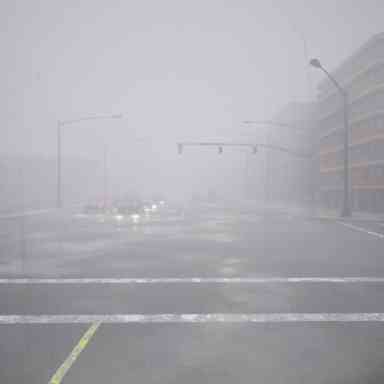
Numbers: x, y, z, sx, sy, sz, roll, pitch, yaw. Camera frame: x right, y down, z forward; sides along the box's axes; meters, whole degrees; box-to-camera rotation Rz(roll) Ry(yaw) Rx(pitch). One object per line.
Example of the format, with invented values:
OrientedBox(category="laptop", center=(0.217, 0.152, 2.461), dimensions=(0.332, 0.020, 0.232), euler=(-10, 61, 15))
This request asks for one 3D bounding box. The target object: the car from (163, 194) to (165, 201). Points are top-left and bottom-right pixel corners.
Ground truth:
OrientedBox(category="car", center=(-6.167, 1.012, 62.824), dimensions=(1.895, 1.301, 4.718), euler=(0, 1, 1))

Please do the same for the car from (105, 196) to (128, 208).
OrientedBox(category="car", center=(-9.780, 1.314, 43.519), dimensions=(1.994, 1.385, 4.181), euler=(0, 1, 0))

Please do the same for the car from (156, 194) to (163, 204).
OrientedBox(category="car", center=(-6.242, 1.080, 52.695), dimensions=(2.128, 1.511, 4.902), euler=(0, 1, 0))

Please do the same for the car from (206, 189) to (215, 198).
OrientedBox(category="car", center=(4.437, 0.425, 75.928), dimensions=(2.150, 2.045, 5.566), euler=(0, 1, 0))

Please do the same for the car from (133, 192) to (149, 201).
OrientedBox(category="car", center=(-9.661, 0.896, 63.214), dimensions=(2.128, 1.511, 4.902), euler=(0, 1, 1))

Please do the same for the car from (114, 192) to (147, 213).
OrientedBox(category="car", center=(-6.313, 1.226, 34.531), dimensions=(2.097, 1.767, 4.553), euler=(0, 1, 0))

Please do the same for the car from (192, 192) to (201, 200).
OrientedBox(category="car", center=(0.899, 0.959, 65.802), dimensions=(1.895, 1.301, 4.718), euler=(0, 1, 0))

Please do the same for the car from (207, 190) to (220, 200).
OrientedBox(category="car", center=(4.500, 0.919, 65.945), dimensions=(1.994, 1.385, 4.181), euler=(0, 1, 0))

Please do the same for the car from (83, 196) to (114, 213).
OrientedBox(category="car", center=(-9.811, 1.225, 34.876), dimensions=(2.097, 1.767, 4.553), euler=(0, 1, 0))

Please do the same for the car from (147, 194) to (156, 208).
OrientedBox(category="car", center=(-6.281, 1.277, 43.414), dimensions=(1.812, 1.442, 4.674), euler=(0, 1, 0))

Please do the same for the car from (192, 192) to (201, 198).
OrientedBox(category="car", center=(0.934, 0.649, 75.778), dimensions=(2.033, 1.411, 5.357), euler=(0, 1, 0))
